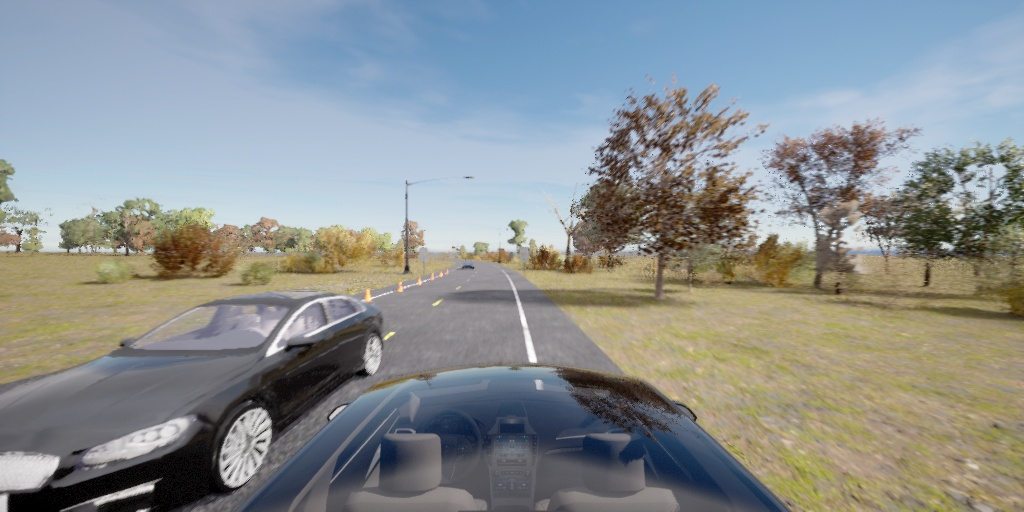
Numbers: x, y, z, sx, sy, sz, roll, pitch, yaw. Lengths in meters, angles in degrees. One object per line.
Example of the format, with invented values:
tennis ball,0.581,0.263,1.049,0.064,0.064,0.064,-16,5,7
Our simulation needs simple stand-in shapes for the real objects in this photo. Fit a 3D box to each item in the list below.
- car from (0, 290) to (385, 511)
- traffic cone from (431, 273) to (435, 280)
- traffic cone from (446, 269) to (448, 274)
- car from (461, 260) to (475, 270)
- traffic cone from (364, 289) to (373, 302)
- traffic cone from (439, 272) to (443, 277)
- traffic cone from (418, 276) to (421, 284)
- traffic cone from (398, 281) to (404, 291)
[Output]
car,-3.208,1.256,4.597,2.128,1.511,4.902,0,0,0
traffic cone,-6.833,1.745,30.740,0.340,0.580,0.340,0,0,-2
traffic cone,-7.342,1.751,40.678,0.340,0.580,0.340,0,0,-3
car,-6.820,1.345,55.194,2.033,1.411,5.357,0,0,-10
traffic cone,-6.361,1.738,15.821,0.340,0.580,0.340,0,0,-1
traffic cone,-7.068,1.748,35.710,0.340,0.580,0.340,0,0,-3
traffic cone,-6.637,1.743,25.768,0.340,0.580,0.340,0,0,-2
traffic cone,-6.480,1.740,20.796,0.340,0.580,0.340,0,0,-2
